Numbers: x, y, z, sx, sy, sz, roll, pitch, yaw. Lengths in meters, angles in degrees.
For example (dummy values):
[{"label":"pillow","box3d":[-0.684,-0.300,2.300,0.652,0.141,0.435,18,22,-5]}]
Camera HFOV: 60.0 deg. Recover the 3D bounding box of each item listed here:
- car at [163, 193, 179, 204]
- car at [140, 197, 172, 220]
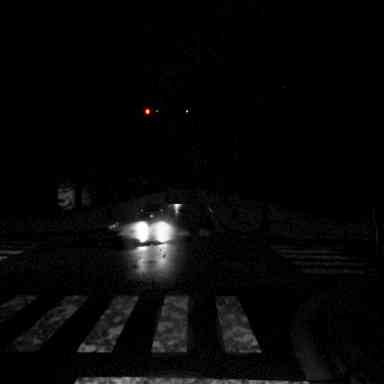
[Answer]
[{"label":"car","box3d":[-2.843,0.871,46.620,1.837,1.490,4.892,0,1,0]},{"label":"car","box3d":[-2.853,1.355,25.762,1.895,1.301,4.718,0,1,0]}]
